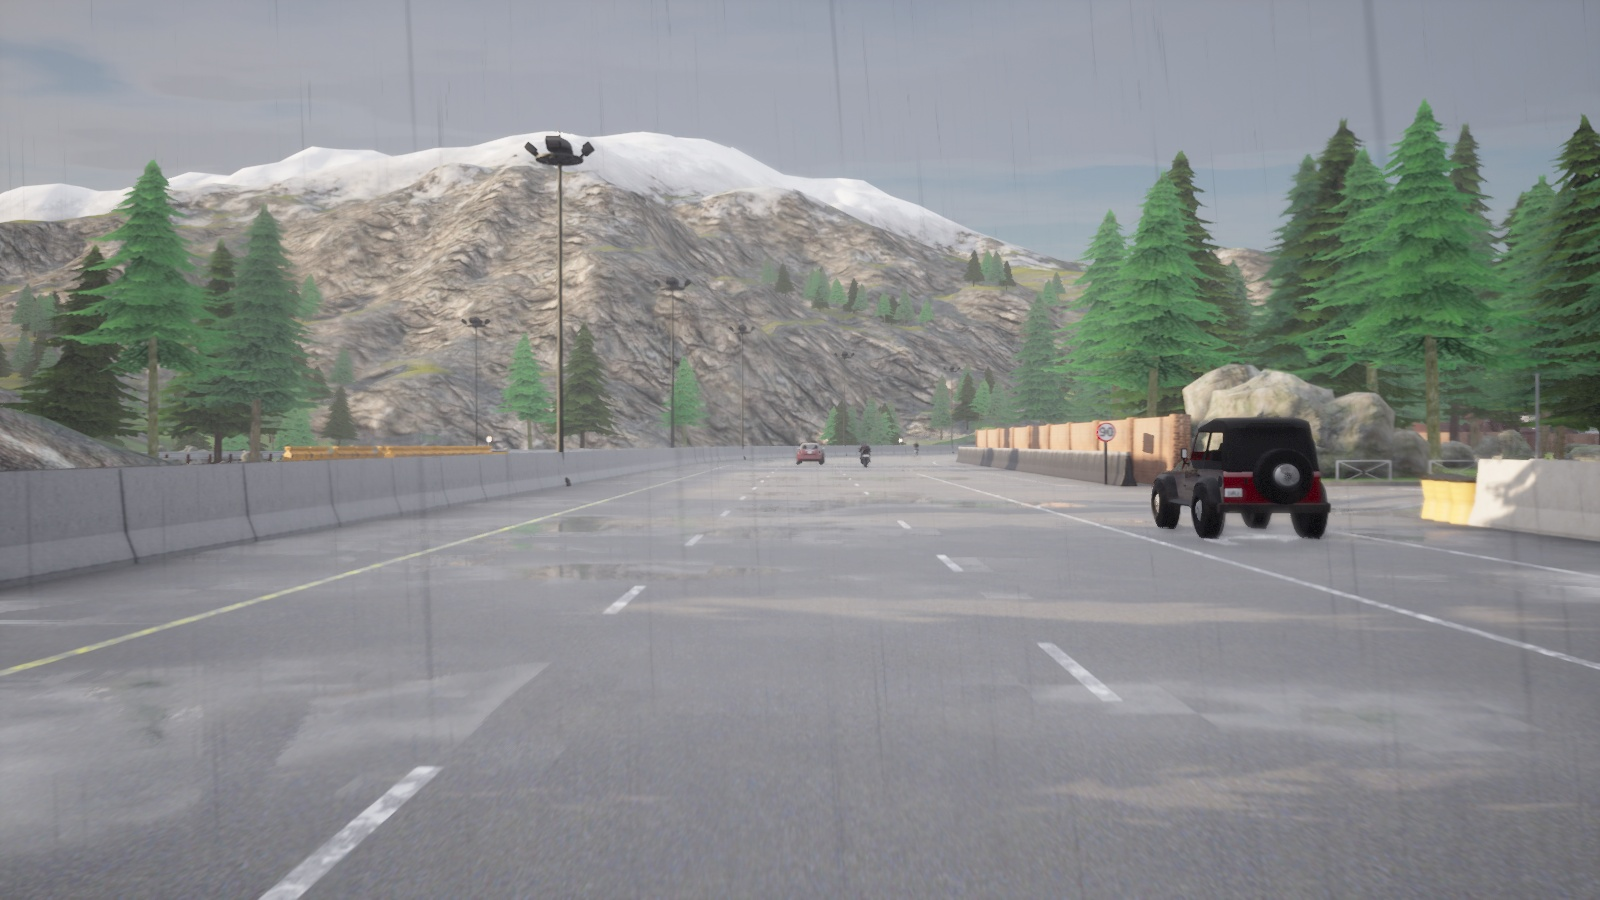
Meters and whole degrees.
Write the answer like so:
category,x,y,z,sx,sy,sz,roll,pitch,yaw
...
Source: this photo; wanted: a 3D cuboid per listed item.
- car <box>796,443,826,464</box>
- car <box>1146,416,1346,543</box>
category,x,y,z,sx,sy,sz,roll,pitch,yaw
car,0.798,0.213,88.600,1.970,1.475,3.806,0,0,3
car,7.132,0.432,20.518,1.905,1.878,3.866,0,0,0
